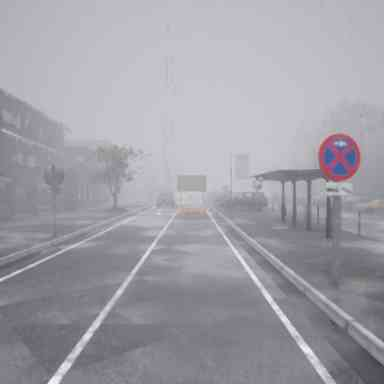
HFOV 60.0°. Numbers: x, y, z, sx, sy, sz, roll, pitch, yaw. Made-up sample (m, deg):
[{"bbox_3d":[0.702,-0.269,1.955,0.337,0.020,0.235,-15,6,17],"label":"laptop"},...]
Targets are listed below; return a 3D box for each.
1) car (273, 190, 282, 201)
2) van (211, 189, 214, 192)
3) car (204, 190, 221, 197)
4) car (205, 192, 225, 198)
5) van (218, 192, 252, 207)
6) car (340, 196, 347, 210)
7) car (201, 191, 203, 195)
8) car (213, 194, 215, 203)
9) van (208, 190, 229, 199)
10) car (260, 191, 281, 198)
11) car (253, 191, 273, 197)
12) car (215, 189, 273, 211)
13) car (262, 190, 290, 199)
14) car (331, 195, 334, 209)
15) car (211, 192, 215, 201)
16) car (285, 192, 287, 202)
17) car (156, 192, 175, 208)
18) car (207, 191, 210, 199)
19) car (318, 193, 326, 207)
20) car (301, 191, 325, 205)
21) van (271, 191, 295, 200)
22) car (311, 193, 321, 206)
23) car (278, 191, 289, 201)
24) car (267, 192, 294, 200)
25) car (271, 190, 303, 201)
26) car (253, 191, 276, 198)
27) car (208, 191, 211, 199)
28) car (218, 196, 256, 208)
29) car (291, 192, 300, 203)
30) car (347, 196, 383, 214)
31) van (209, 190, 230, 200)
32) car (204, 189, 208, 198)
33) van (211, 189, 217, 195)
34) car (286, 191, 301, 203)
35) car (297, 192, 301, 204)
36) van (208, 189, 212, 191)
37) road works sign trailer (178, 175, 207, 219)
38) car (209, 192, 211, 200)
[{"bbox_3d":[18.764,0.764,63.299,5.566,2.045,2.435,0,1,0],"label":"car"},{"bbox_3d":[5.840,0.902,54.251,4.442,1.987,1.878,0,1,0],"label":"van"},{"bbox_3d":[5.650,0.434,90.697,4.553,1.767,2.185,0,1,0],"label":"car"},{"bbox_3d":[5.688,0.741,82.291,4.674,1.452,2.002,0,1,0],"label":"car"},{"bbox_3d":[5.850,0.983,45.840,4.442,1.987,1.878,0,1,0],"label":"van"},{"bbox_3d":[18.854,1.333,35.542,4.792,1.488,2.163,0,1,0],"label":"car"},{"bbox_3d":[5.659,0.402,85.089,5.566,2.045,2.435,0,1,0],"label":"car"},{"bbox_3d":[5.554,1.256,40.235,5.366,1.575,1.946,0,0,0],"label":"car"},{"bbox_3d":[5.817,0.615,73.878,4.442,1.987,1.878,0,1,0],"label":"van"},{"bbox_3d":[18.804,0.617,79.955,4.553,1.767,2.185,0,1,0],"label":"car"},{"bbox_3d":[18.769,0.604,88.283,4.892,1.521,2.231,0,1,0],"label":"car"},{"bbox_3d":[5.715,1.032,37.430,5.566,2.045,2.435,0,1,0],"label":"car"},{"bbox_3d":[18.808,0.584,74.401,5.566,2.045,2.435,0,1,0],"label":"car"},{"bbox_3d":[18.828,1.279,38.317,4.892,1.521,2.231,0,1,0],"label":"car"},{"bbox_3d":[5.725,1.184,48.645,5.008,1.535,2.097,0,1,0],"label":"car"},{"bbox_3d":[18.769,1.123,57.745,4.792,1.488,2.163,0,1,0],"label":"car"},{"bbox_3d":[-3.329,0.964,42.834,2.150,2.045,5.566,0,1,0],"label":"car"},{"bbox_3d":[5.720,1.023,62.667,4.892,1.521,2.231,0,1,0],"label":"car"},{"bbox_3d":[18.824,1.254,41.093,5.008,1.535,2.097,0,1,0],"label":"car"},{"bbox_3d":[18.783,0.953,46.642,5.566,2.045,2.435,0,1,0],"label":"car"},{"bbox_3d":[18.903,0.702,68.852,4.442,1.987,1.878,0,1,0],"label":"van"},{"bbox_3d":[18.820,1.229,43.869,5.008,1.535,2.097,0,1,0],"label":"car"},{"bbox_3d":[18.824,1.085,60.528,4.792,1.488,2.163,0,1,0],"label":"car"},{"bbox_3d":[18.969,0.879,71.630,5.366,1.575,1.946,0,1,0],"label":"car"},{"bbox_3d":[18.818,0.723,66.075,5.566,2.045,2.435,0,1,0],"label":"car"},{"bbox_3d":[18.581,0.647,85.506,5.366,1.575,1.946,0,1,0],"label":"car"},{"bbox_3d":[5.714,1.102,59.865,4.674,1.452,2.002,0,1,0],"label":"car"},{"bbox_3d":[5.739,1.274,43.039,4.674,1.452,2.002,0,1,0],"label":"car"},{"bbox_3d":[18.800,1.153,52.196,5.008,1.535,2.097,0,1,0],"label":"car"},{"bbox_3d":[18.642,1.325,32.767,5.366,1.575,1.946,0,1,0],"label":"car"},{"bbox_3d":[5.820,0.662,71.075,4.442,1.987,1.878,0,1,0],"label":"van"},{"bbox_3d":[5.679,0.684,68.271,5.566,2.045,2.435,0,1,0],"label":"car"},{"bbox_3d":[5.610,0.932,51.450,4.442,1.987,1.878,0,0,0],"label":"van"},{"bbox_3d":[18.987,1.120,54.974,5.366,1.575,1.946,0,1,0],"label":"car"},{"bbox_3d":[18.803,1.181,49.419,4.892,1.521,2.231,0,1,0],"label":"car"},{"bbox_3d":[5.827,0.756,65.471,4.442,1.987,1.878,0,1,0],"label":"van"},{"bbox_3d":[0.002,0.349,27.695,2.380,3.560,2.880,0,1,-1],"label":"road works sign trailer"},{"bbox_3d":[5.749,1.128,57.057,4.792,1.488,2.163,0,1,0],"label":"car"}]
